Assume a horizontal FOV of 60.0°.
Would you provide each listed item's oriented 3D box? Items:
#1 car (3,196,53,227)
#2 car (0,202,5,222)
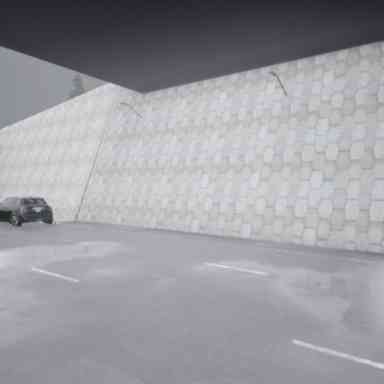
[{"bbox_3d":[-10.420,1.034,20.040,4.553,1.767,2.097,1,1,36],"label":"car"},{"bbox_3d":[-11.978,1.238,16.851,5.357,1.411,2.033,1,1,36],"label":"car"}]
